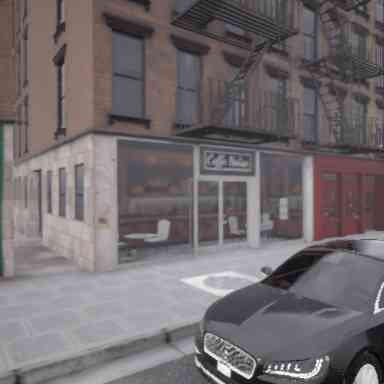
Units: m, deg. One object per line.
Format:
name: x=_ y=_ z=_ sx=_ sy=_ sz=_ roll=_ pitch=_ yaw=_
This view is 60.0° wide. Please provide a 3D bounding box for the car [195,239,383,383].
car: x=2.294 y=1.505 z=4.703 sx=4.892 sy=1.490 sz=1.837 roll=0 pitch=0 yaw=-35
